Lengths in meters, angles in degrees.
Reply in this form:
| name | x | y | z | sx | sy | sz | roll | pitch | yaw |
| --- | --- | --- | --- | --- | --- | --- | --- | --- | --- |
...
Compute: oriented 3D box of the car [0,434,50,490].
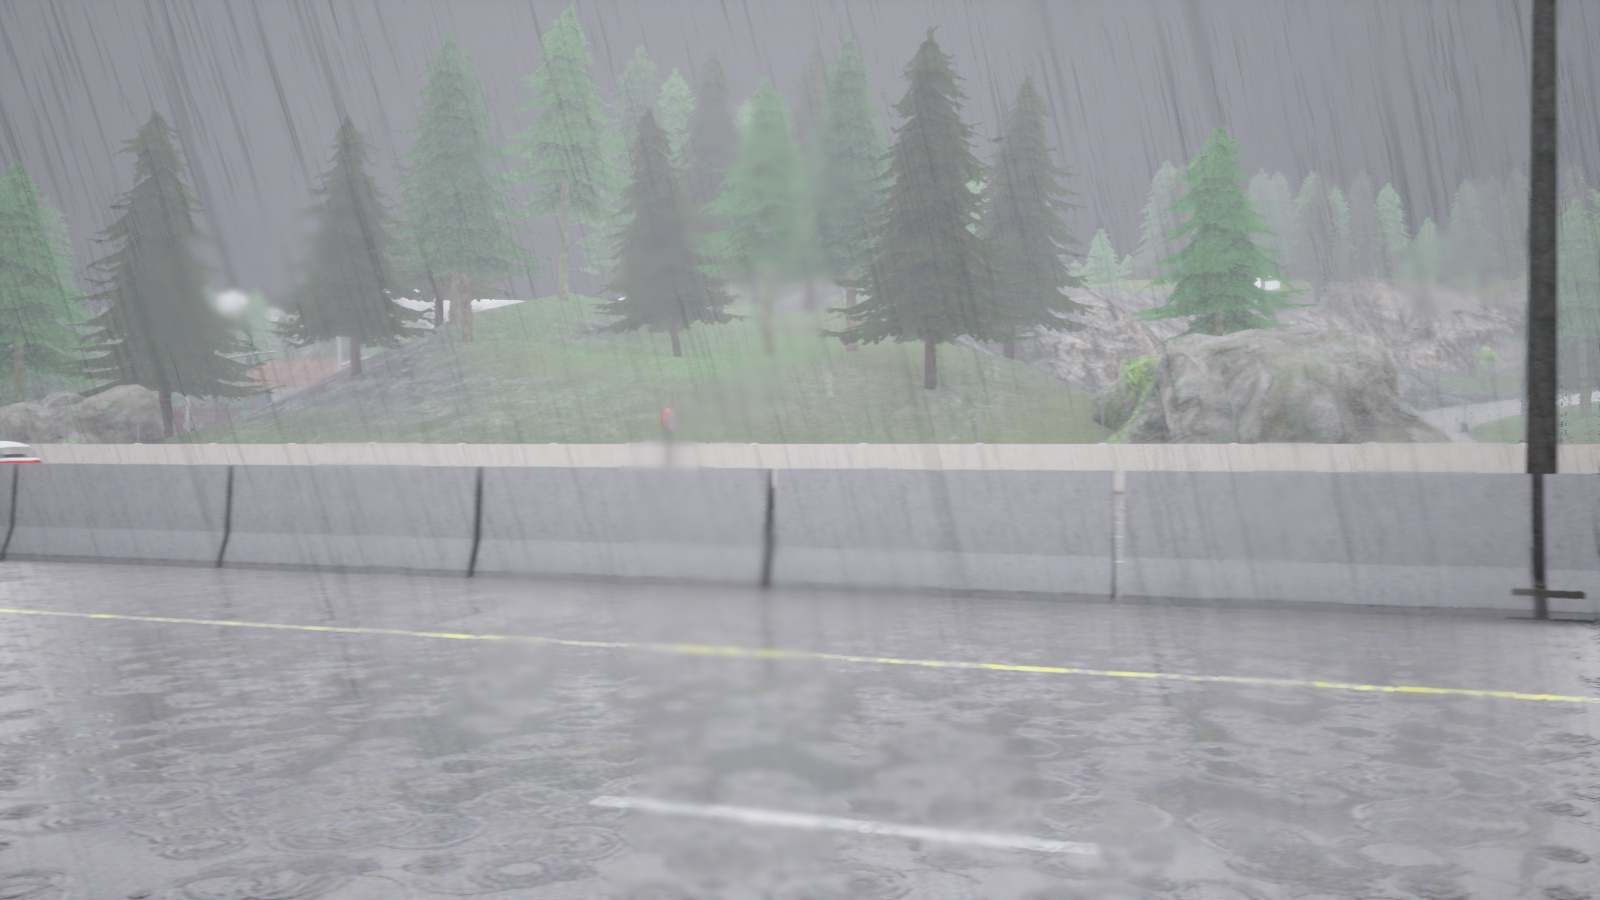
| name | x | y | z | sx | sy | sz | roll | pitch | yaw |
| --- | --- | --- | --- | --- | --- | --- | --- | --- | --- |
| car | -20.803 | 0.284 | 32.348 | 2.207 | 1.376 | 1.481 | 1 | 1 | 19 |
